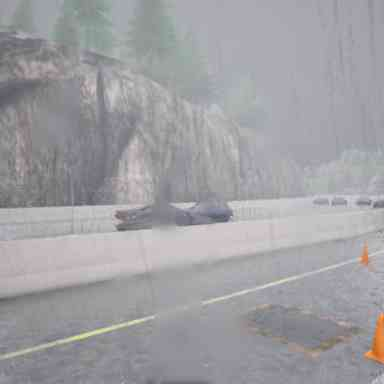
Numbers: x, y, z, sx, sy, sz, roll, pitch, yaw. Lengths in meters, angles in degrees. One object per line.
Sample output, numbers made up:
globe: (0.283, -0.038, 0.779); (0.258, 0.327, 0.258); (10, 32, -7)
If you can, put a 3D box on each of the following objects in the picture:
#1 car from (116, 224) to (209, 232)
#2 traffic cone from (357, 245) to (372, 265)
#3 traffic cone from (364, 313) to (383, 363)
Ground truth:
car: (-1.277, 1.648, 17.056); (5.357, 1.411, 2.033); (0, 0, -40)
traffic cone: (5.512, 1.972, 10.592); (0.340, 0.580, 0.340); (0, 0, -38)
traffic cone: (2.600, 1.963, 4.549); (0.340, 0.580, 0.340); (0, 0, -38)
